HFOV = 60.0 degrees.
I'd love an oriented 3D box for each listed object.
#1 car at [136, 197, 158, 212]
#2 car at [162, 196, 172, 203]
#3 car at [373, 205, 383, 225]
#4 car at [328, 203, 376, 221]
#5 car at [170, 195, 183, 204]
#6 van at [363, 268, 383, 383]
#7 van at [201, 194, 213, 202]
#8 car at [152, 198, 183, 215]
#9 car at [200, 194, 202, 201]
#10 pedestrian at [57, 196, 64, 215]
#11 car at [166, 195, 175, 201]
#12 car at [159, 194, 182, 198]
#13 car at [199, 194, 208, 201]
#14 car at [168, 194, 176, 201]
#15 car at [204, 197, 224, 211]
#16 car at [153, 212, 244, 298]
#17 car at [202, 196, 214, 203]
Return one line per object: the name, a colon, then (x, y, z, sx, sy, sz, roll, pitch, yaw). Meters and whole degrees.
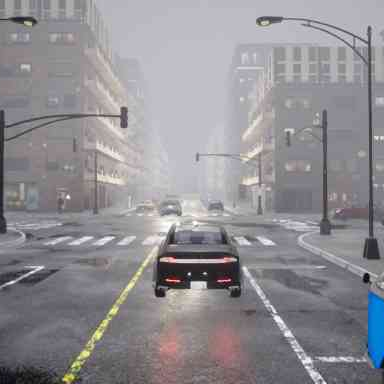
car: (-5.557, 1.540, 39.834, 1.752, 1.417, 4.829, 1, 0, 0)
car: (-5.455, 1.577, 73.860, 1.887, 1.381, 4.507, 1, 0, 0)
car: (13.597, 1.583, 19.750, 4.313, 1.339, 1.947, 0, -1, 1)
car: (13.726, 1.609, 28.131, 4.097, 1.590, 1.967, 0, -1, 1)
car: (-2.868, 1.378, 62.832, 2.097, 1.767, 4.553, 0, 0, 1)
van: (2.680, 1.342, 2.033, 1.690, 1.788, 3.998, 1, 0, 0)
van: (2.877, 1.364, 56.906, 1.690, 1.788, 3.998, 1, 0, 0)
car: (-2.253, 1.559, 31.386, 2.033, 1.411, 5.357, 0, 0, -12)
car: (2.908, 1.554, 68.362, 1.752, 1.417, 4.829, 1, 0, 0)
pedestrian: (-12.445, 1.218, 31.466, 0.375, 1.860, 0.375, 0, -1, 1)
car: (-5.422, 1.590, 85.145, 2.008, 1.369, 4.403, 1, 0, 0)
car: (-2.956, 1.241, 47.467, 2.150, 2.045, 5.566, 0, 0, 0)
car: (2.962, 1.354, 85.119, 2.192, 1.841, 5.009, 1, 0, 0)
car: (-5.403, 1.483, 90.788, 1.967, 1.590, 4.097, 1, 0, 0)
car: (2.823, 1.581, 39.979, 1.947, 1.339, 4.313, 1, 0, 0)
car: (0.126, 1.494, 8.523, 2.128, 1.511, 4.902, 0, 0, 0)
car: (2.840, 1.568, 45.622, 2.008, 1.369, 4.403, 1, 0, 0)
